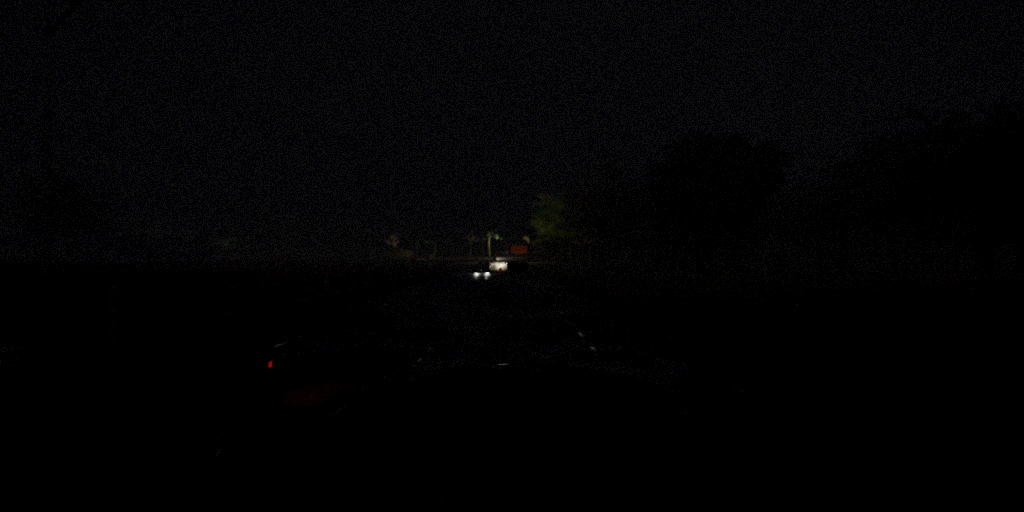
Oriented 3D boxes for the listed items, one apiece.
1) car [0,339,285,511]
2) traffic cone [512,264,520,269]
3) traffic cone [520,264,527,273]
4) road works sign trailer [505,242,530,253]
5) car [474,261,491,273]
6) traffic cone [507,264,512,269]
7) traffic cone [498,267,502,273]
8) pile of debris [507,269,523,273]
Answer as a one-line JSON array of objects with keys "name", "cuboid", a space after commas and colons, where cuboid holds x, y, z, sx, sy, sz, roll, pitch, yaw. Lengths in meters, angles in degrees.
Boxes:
[{"name": "car", "cuboid": [-3.601, 1.298, 1.835, 2.033, 1.411, 5.357, 0, 0, 0]}, {"name": "traffic cone", "cuboid": [0.531, 1.696, 48.403, 0.340, 0.580, 0.340, 0, 0, 0]}, {"name": "traffic cone", "cuboid": [1.530, 1.696, 48.402, 0.340, 0.580, 0.340, 0, 0, 0]}, {"name": "road works sign trailer", "cuboid": [0.749, -2.333, 37.499, 2.380, 3.560, 2.880, 0, 0, 0]}, {"name": "car", "cuboid": [-3.536, 1.290, 44.292, 2.033, 1.411, 5.357, 0, 0, 1]}, {"name": "traffic cone", "cuboid": [-0.469, 1.696, 48.403, 0.340, 0.580, 0.340, 0, 0, 0]}, {"name": "traffic cone", "cuboid": [-1.470, 1.700, 42.404, 0.340, 0.580, 0.340, 0, 0, 0]}, {"name": "pile of debris", "cuboid": [0.014, 1.910, 42.409, 1.860, 0.140, 1.500, 0, 0, 0]}]
